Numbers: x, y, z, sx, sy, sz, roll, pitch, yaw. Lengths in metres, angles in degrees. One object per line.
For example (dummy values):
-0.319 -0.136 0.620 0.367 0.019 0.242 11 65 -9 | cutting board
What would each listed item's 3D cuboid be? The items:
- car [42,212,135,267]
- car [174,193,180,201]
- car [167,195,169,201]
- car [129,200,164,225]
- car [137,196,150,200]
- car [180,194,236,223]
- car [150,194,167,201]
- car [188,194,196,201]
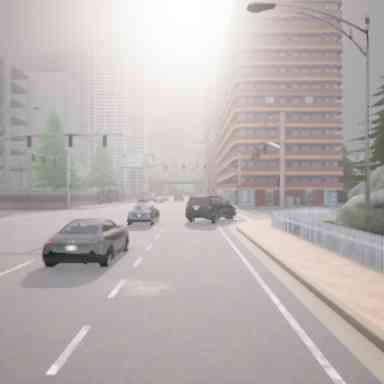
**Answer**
-3.439 1.585 11.518 1.994 1.385 4.181 0 0 0 | car
-3.514 1.389 86.289 2.150 2.045 5.566 0 0 0 | car
-7.014 1.521 86.374 2.097 1.767 4.553 0 0 0 | car
-3.460 1.586 24.348 2.033 1.411 5.357 0 0 1 | car
-10.512 1.734 70.535 1.895 1.301 4.718 0 0 0 | car
1.534 1.267 26.091 2.150 2.045 5.566 -2 0 27 | car
-7.012 1.664 70.573 2.128 1.511 4.902 0 0 0 | car
-0.014 1.522 87.071 2.097 1.767 4.553 0 0 0 | car
